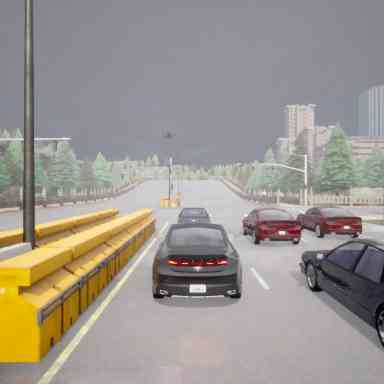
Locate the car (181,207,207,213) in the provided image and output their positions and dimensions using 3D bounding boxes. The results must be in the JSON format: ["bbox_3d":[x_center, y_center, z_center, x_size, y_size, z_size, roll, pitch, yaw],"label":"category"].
[{"bbox_3d":[0.097,1.547,18.192,2.033,1.411,5.357,0,0,0],"label":"car"}]

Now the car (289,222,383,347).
[{"bbox_3d":[3.594,1.547,5.904,2.033,1.411,5.357,0,0,0],"label":"car"}]

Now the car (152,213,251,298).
[{"bbox_3d":[0.101,1.505,8.461,1.837,1.490,4.892,0,0,0],"label":"car"}]

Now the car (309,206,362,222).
[{"bbox_3d":[7.097,1.478,17.716,1.882,1.535,5.008,0,0,0],"label":"car"}]

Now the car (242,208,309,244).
[{"bbox_3d":[3.598,1.478,15.729,1.882,1.535,5.008,0,0,0],"label":"car"}]
